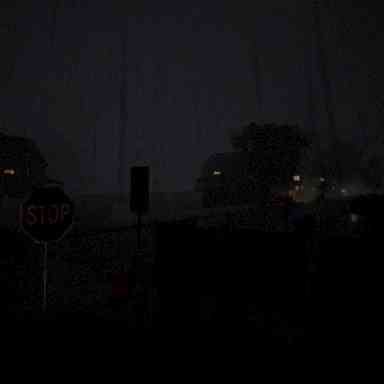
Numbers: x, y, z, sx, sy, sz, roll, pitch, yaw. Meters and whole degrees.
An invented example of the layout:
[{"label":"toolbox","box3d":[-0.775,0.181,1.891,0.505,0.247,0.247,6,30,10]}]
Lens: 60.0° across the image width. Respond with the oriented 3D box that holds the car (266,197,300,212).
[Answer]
[{"label":"car","box3d":[9.047,1.157,32.505,2.033,1.411,5.357,2,2,35]}]
